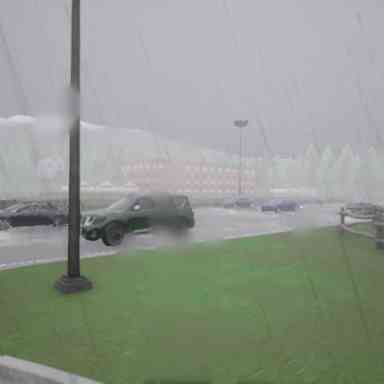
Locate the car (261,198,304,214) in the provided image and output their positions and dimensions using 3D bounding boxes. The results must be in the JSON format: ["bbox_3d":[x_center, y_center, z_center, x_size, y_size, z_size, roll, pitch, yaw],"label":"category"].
[{"bbox_3d":[9.086,1.366,34.152,5.008,1.535,1.882,0,0,-41],"label":"car"}]

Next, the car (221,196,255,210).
[{"bbox_3d":[5.677,1.319,40.465,4.892,1.490,1.837,1,0,-41],"label":"car"}]

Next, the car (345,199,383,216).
[{"bbox_3d":[16.094,1.585,30.973,4.718,1.301,1.895,0,0,-41],"label":"car"}]

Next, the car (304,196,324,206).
[{"bbox_3d":[18.731,1.356,51.664,4.181,1.385,1.994,0,0,-41],"label":"car"}]

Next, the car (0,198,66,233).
[{"bbox_3d":[-9.000,1.283,18.332,4.902,1.511,2.128,0,0,-41],"label":"car"}]

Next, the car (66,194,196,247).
[{"bbox_3d":[-2.339,1.105,14.856,5.566,2.045,2.150,0,1,-41],"label":"car"}]
